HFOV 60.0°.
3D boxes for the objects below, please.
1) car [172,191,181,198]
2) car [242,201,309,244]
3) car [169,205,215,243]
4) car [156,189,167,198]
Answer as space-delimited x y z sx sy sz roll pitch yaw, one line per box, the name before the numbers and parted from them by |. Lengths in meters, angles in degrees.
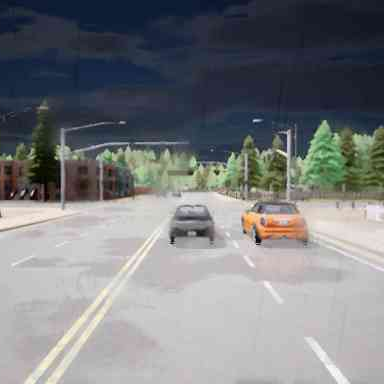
car | -3.495 0.570 76.638 1.882 1.535 5.008 0 1 0
car | 3.517 1.181 14.888 2.097 1.767 4.553 0 1 0
car | 0.017 1.322 14.970 2.128 1.511 4.902 0 1 0
car | -6.995 0.317 76.608 2.150 2.045 5.566 0 1 0
